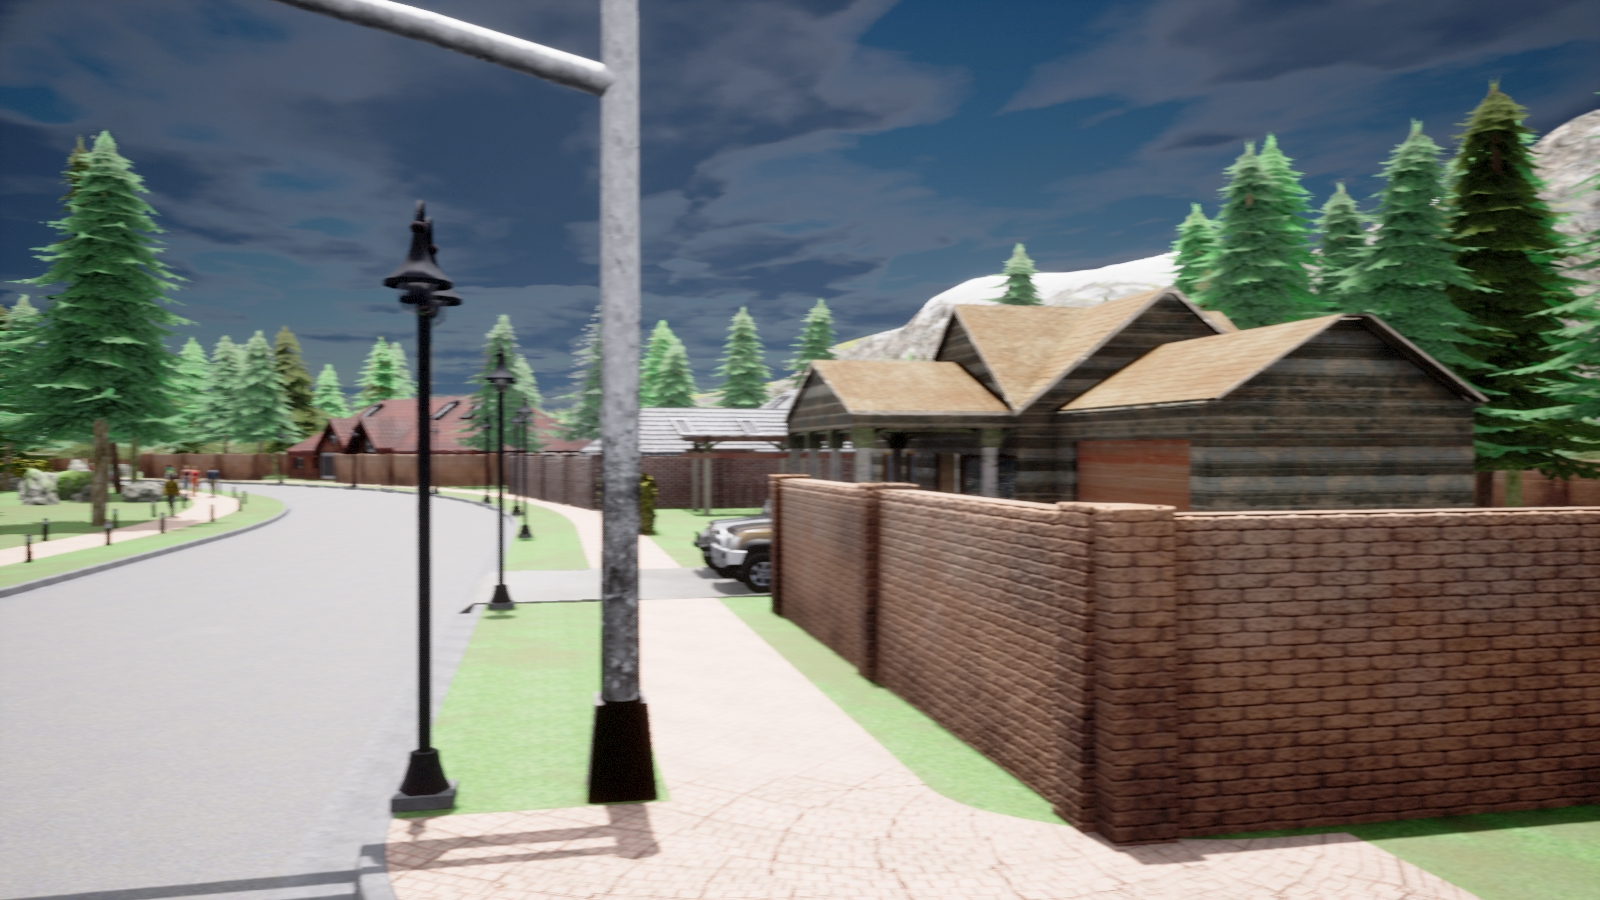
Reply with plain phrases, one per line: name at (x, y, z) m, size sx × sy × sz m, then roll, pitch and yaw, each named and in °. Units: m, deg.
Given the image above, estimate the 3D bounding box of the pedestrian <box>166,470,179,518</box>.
pedestrian at (-24.764, 1.726, 45.085) m, size 0.375 × 1.860 × 0.375 m, roll 0°, pitch 0°, yaw -20°

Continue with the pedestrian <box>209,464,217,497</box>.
pedestrian at (-33.563, 1.752, 65.322) m, size 0.375 × 1.860 × 0.375 m, roll 0°, pitch 0°, yaw -31°

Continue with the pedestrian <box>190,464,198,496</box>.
pedestrian at (-35.251, 1.755, 66.510) m, size 0.375 × 1.860 × 0.375 m, roll 0°, pitch 0°, yaw -34°

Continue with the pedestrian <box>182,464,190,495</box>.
pedestrian at (-37.223, 1.760, 69.276) m, size 0.375 × 1.860 × 0.375 m, roll 0°, pitch 0°, yaw -35°
